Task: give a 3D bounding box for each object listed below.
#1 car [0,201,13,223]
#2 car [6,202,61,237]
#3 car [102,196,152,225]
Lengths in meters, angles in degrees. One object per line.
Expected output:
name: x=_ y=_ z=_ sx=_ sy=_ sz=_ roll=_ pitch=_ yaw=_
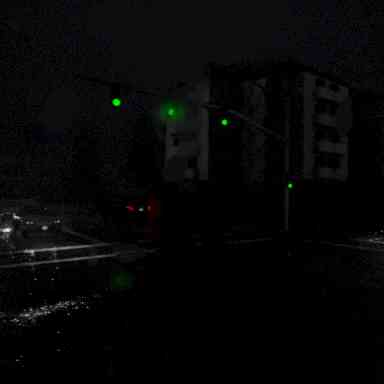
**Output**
car: x=-14.066 y=1.513 z=26.170 sx=2.128 sy=1.511 sz=4.902 roll=1 pitch=0 yaw=-35
car: x=-8.686 y=1.521 z=18.487 sx=2.128 sy=1.511 sz=4.902 roll=1 pitch=0 yaw=-35
car: x=-5.148 y=1.344 z=25.808 sx=2.150 sy=2.045 sz=5.566 roll=1 pitch=-1 yaw=-35
